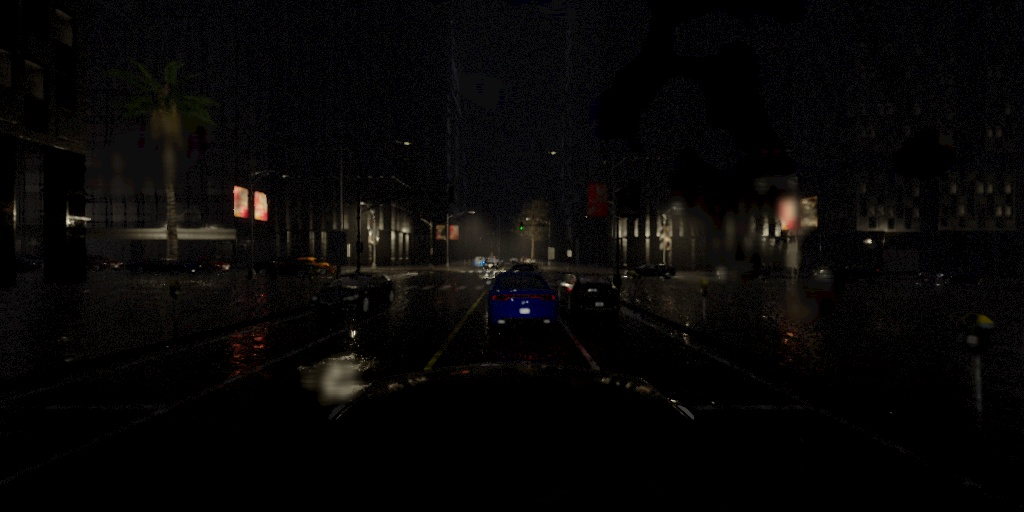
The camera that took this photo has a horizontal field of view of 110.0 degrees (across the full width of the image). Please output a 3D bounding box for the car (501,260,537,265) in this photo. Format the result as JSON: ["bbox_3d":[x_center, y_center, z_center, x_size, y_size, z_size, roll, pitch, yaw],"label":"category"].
[{"bbox_3d":[0.911,1.237,22.932,1.837,1.490,4.892,-1,0,12],"label":"car"}]

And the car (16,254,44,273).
[{"bbox_3d":[-39.900,0.570,29.103,4.674,1.442,1.812,1,0,0],"label":"car"}]

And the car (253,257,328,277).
[{"bbox_3d":[-18.091,0.899,29.031,5.008,1.535,1.882,1,0,1],"label":"car"}]

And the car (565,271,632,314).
[{"bbox_3d":[2.760,1.289,13.498,2.007,1.370,4.403,0,0,0],"label":"car"}]

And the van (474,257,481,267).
[{"bbox_3d":[-5.534,1.047,61.268,1.690,1.789,3.998,0,0,1],"label":"van"}]

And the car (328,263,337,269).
[{"bbox_3d":[-18.090,0.903,32.275,5.008,1.535,1.882,1,0,0],"label":"car"}]

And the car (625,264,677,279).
[{"bbox_3d":[13.739,1.495,35.610,4.902,1.511,2.128,1,0,-1],"label":"car"}]

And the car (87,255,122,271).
[{"bbox_3d":[-37.979,0.605,32.345,4.674,1.442,1.812,1,0,0],"label":"car"}]

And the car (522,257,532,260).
[{"bbox_3d":[2.942,1.260,55.681,2.007,1.370,4.403,0,0,1],"label":"car"}]

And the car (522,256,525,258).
[{"bbox_3d":[2.992,1.232,61.364,1.751,1.417,4.829,0,0,1],"label":"car"}]

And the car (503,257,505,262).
[{"bbox_3d":[-2.805,1.253,62.605,2.033,1.411,5.357,0,0,1],"label":"car"}]

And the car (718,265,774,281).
[{"bbox_3d":[23.158,1.671,35.596,4.902,1.511,2.128,1,0,0],"label":"car"}]

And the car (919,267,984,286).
[{"bbox_3d":[43.377,1.918,35.492,4.553,1.767,2.097,1,0,1],"label":"car"}]

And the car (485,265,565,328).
[{"bbox_3d":[0.195,1.218,11.465,1.882,1.535,5.008,0,0,-3],"label":"car"}]

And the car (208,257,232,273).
[{"bbox_3d":[-27.988,0.776,32.302,4.674,1.442,1.812,1,0,0],"label":"car"}]

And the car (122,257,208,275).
[{"bbox_3d":[-27.988,0.848,29.049,4.718,1.301,1.895,1,0,0],"label":"car"}]

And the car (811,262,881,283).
[{"bbox_3d":[33.080,1.590,35.556,5.566,2.045,2.150,1,0,0],"label":"car"}]

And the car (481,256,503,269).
[{"bbox_3d":[-2.917,1.202,52.865,2.128,1.511,4.902,0,0,2],"label":"car"}]

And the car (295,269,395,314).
[{"bbox_3d":[-5.765,1.289,13.500,2.007,1.370,4.403,0,0,0],"label":"car"}]

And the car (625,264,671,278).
[{"bbox_3d":[14.650,1.587,38.872,4.181,1.385,1.994,1,0,0],"label":"car"}]
